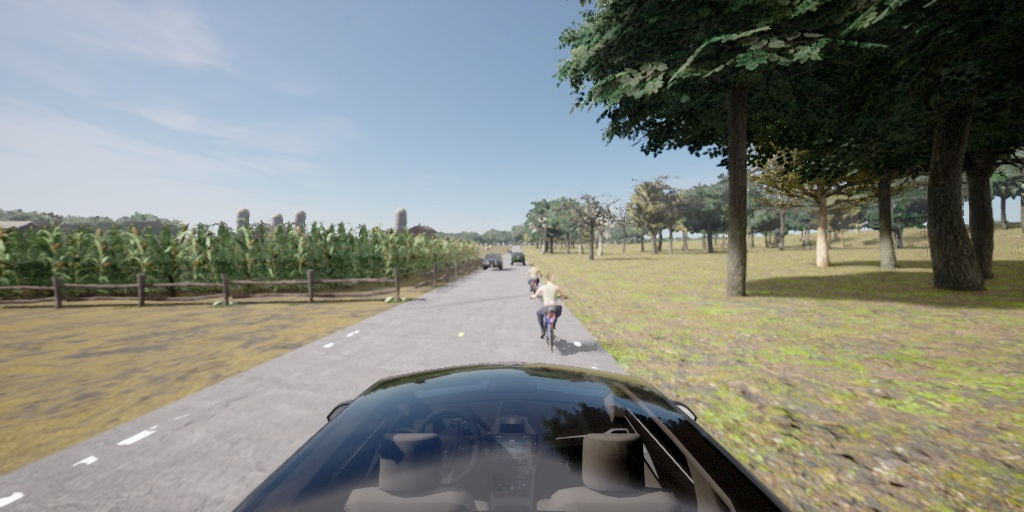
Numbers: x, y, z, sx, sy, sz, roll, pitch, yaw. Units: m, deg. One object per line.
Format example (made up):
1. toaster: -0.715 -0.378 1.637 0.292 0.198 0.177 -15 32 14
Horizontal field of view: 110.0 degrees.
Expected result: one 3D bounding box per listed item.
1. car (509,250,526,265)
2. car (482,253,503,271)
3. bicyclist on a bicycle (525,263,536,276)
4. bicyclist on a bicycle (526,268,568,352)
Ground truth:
1. car: 0.983 0.362 56.860 2.150 2.045 5.566 0 1 1
2. car: -2.196 0.656 42.309 2.150 2.045 5.566 0 1 1
3. bicyclist on a bicycle: 1.018 1.119 16.581 0.866 1.612 1.509 0 0 1
4. bicyclist on a bicycle: 0.816 1.159 7.848 0.866 1.612 1.509 0 0 1
